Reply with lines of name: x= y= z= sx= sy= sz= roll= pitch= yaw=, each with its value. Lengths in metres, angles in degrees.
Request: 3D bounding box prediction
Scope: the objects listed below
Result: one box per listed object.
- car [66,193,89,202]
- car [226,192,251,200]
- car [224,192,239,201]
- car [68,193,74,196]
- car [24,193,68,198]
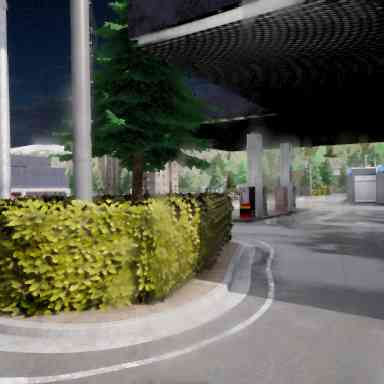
car: x=-22.891 y=1.103 z=66.488 sx=4.605 sy=1.855 sz=1.932 roll=-1 pitch=1 yaw=35
car: x=9.212 y=0.812 z=66.501 sx=4.514 sy=1.523 sz=2.007 roll=-1 pitch=1 yaw=35
car: x=7.439 y=0.851 z=63.912 sx=5.027 sy=1.636 sz=2.152 roll=-1 pitch=1 yaw=35
car: x=-24.237 y=1.124 z=63.879 sx=3.866 sy=1.878 sz=1.905 roll=-1 pitch=1 yaw=35
car: x=-14.770 y=1.183 z=33.590 sx=3.866 sy=1.878 sz=1.905 roll=-1 pitch=1 yaw=35
